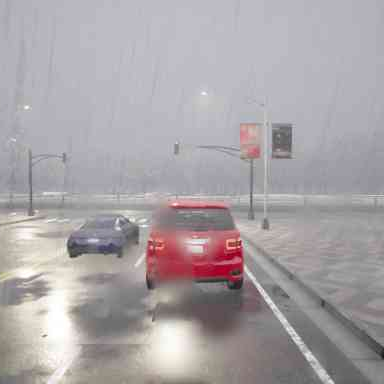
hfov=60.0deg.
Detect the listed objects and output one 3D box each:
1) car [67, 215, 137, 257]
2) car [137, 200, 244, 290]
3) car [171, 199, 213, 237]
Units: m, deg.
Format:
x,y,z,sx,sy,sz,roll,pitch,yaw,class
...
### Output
x,y,z,sx,sy,sz,roll,pitch,yaw,class
-3.231,1.558,12.849,1.994,1.385,4.181,0,0,0,car
0.044,1.217,9.223,2.150,2.045,5.566,0,0,-1,car
-0.024,1.343,18.813,2.097,1.767,4.553,0,0,0,car
